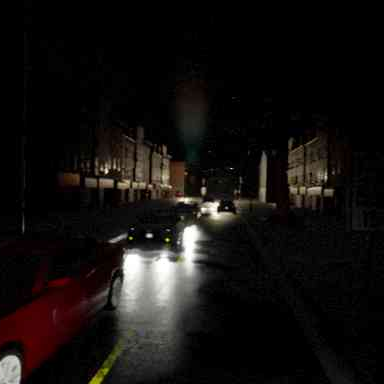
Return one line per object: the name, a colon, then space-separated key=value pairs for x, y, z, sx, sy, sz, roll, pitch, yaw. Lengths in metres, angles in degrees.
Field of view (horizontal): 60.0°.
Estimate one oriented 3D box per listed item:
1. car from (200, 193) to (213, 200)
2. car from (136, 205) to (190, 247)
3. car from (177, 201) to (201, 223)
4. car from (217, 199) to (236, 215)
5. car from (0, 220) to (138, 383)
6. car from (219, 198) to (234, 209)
car: x=2.608 y=1.173 z=51.645 sx=1.895 sy=1.301 sz=4.718 roll=2 pitch=0 yaw=6
car: x=-1.434 y=1.485 z=14.677 sx=1.994 sy=1.385 sz=4.181 roll=2 pitch=0 yaw=6
car: x=-0.359 y=1.413 z=24.684 sx=2.128 sy=1.511 sz=4.902 roll=2 pitch=0 yaw=6
car: x=3.633 y=1.563 z=34.849 sx=1.994 sy=1.385 sz=4.181 roll=2 pitch=0 yaw=6
car: x=-2.477 y=1.398 z=4.843 sx=1.882 sy=1.535 sz=5.008 roll=2 pitch=0 yaw=7
car: x=4.923 y=1.600 z=47.196 sx=1.895 sy=1.301 sz=4.718 roll=2 pitch=0 yaw=7
